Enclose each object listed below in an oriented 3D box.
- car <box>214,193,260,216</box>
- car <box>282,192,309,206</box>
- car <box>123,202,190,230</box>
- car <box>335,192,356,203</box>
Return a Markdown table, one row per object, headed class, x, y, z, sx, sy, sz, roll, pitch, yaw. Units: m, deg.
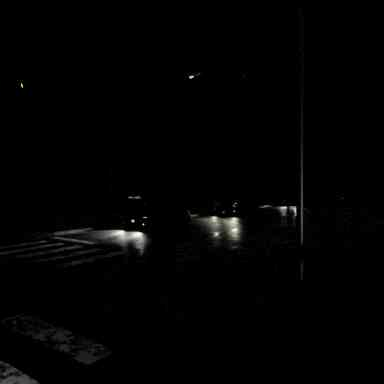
| class | x | y | z | sx | sy | sz | roll | pitch | yaw |
| --- | --- | --- | --- | --- | --- | --- | --- | --- | --- |
| car | 3.649 | 0.913 | 26.584 | 2.097 | 1.767 | 4.553 | 0 | 1 | 36 |
| car | 11.944 | 0.835 | 38.128 | 1.837 | 1.490 | 4.892 | 0 | 1 | 36 |
| car | -1.905 | 1.285 | 18.825 | 1.994 | 1.385 | 4.181 | 0 | 1 | 35 |
| car | 20.774 | 0.740 | 44.994 | 1.994 | 1.385 | 4.181 | 0 | 1 | 36 |
